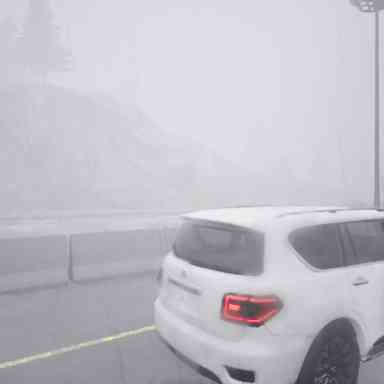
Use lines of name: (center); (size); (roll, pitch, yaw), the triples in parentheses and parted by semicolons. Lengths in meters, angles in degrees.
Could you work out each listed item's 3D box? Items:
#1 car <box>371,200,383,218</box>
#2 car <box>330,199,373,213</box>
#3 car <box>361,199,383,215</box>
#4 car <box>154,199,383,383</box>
car: (18.685, 1.505, 29.917); (4.892, 1.490, 1.837); (0, 0, -23)
car: (17.816, 1.564, 37.121); (4.181, 1.385, 1.994); (0, 0, -22)
car: (19.976, 1.504, 34.235); (4.892, 1.490, 1.837); (0, 0, -22)
car: (2.146, 1.223, 5.057); (5.566, 2.045, 2.150); (0, 0, -33)
